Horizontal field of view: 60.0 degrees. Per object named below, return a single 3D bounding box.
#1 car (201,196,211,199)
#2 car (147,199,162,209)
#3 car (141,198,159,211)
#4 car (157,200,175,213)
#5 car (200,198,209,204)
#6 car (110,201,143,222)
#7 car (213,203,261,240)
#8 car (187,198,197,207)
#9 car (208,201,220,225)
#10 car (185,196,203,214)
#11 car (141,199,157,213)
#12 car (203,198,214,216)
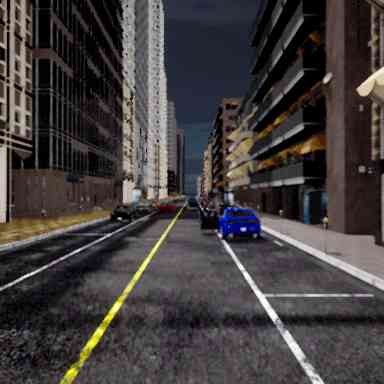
[{"bbox_3d":[2.684,1.723,50.891,1.967,1.590,4.097,0,0,0],"label":"car"},{"bbox_3d":[-5.696,1.808,50.720,1.752,1.417,4.829,0,0,0],"label":"car"},{"bbox_3d":[-5.696,1.690,45.243,1.967,1.590,4.097,0,0,0],"label":"car"},{"bbox_3d":[-3.097,1.821,40.189,1.895,1.301,4.718,0,0,0],"label":"car"},{"bbox_3d":[2.682,2.000,73.485,1.802,1.307,4.206,0,0,0],"label":"car"},{"bbox_3d":[-5.693,1.718,28.296,1.947,1.339,4.313,0,0,0],"label":"car"},{"bbox_3d":[2.358,1.572,17.711,1.882,1.535,5.008,0,0,0],"label":"car"},{"bbox_3d":[-0.006,1.842,59.890,1.837,1.490,4.892,0,0,0],"label":"car"},{"bbox_3d":[2.688,1.718,28.297,1.947,1.339,4.313,0,0,0],"label":"car"},{"bbox_3d":[0.070,1.741,45.216,2.128,1.511,4.902,0,0,0],"label":"car"},{"bbox_3d":[-5.694,1.767,39.592,2.008,1.369,4.403,0,0,0],"label":"car"},{"bbox_3d":[2.686,1.767,39.594,2.008,1.369,4.403,0,0,0],"label":"car"}]
